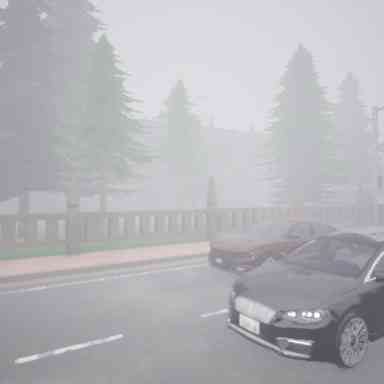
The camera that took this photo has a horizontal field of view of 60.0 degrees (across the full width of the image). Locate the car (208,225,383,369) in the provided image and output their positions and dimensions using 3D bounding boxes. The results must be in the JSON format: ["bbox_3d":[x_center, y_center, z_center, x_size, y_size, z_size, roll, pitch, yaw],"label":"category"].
[{"bbox_3d":[2.816,1.518,5.810,4.902,1.511,2.128,0,0,-33],"label":"car"}]

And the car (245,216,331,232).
[{"bbox_3d":[2.777,1.514,9.975,5.008,1.535,1.882,0,0,-33],"label":"car"}]
